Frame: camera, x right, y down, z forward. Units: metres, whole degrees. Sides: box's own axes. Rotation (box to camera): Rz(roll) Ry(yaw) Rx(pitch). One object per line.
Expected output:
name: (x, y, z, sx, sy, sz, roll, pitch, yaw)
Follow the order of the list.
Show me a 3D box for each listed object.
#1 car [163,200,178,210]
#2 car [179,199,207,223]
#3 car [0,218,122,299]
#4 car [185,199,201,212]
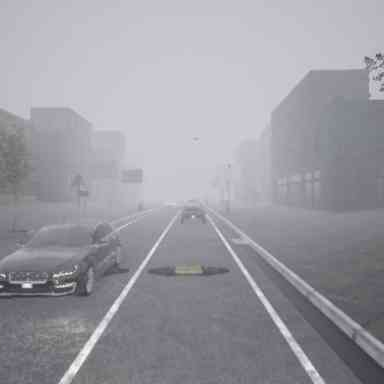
car: (-3.089, 1.883, 49.028, 1.812, 1.442, 4.674, 0, -1, 0)
car: (0.094, 1.524, 25.915, 1.837, 1.490, 4.892, 0, 0, 0)
car: (-3.100, 1.507, 8.678, 1.837, 1.490, 4.892, 0, 0, 0)
car: (0.093, 1.705, 44.169, 2.033, 1.649, 4.856, 0, -1, 0)
